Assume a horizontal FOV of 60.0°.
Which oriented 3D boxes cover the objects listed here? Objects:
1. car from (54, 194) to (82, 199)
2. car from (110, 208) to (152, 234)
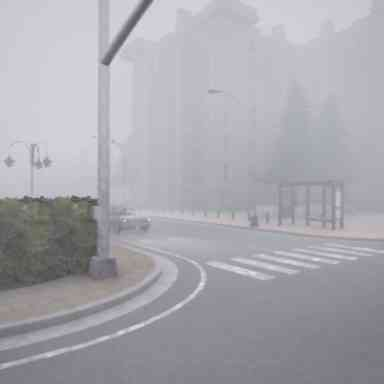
[{"bbox_3d":[-10.154,1.221,27.832,2.150,2.045,5.566,0,0,-35],"label":"car"},{"bbox_3d":[-4.209,1.600,19.636,1.895,1.301,4.718,0,0,-36],"label":"car"}]
